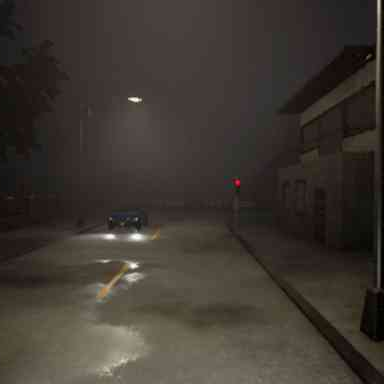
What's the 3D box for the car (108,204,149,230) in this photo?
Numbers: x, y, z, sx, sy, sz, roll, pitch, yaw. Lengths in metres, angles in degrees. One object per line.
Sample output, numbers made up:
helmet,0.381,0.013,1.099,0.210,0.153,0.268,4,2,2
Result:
car,-3.812,1.485,20.621,1.812,1.442,4.674,0,0,1
